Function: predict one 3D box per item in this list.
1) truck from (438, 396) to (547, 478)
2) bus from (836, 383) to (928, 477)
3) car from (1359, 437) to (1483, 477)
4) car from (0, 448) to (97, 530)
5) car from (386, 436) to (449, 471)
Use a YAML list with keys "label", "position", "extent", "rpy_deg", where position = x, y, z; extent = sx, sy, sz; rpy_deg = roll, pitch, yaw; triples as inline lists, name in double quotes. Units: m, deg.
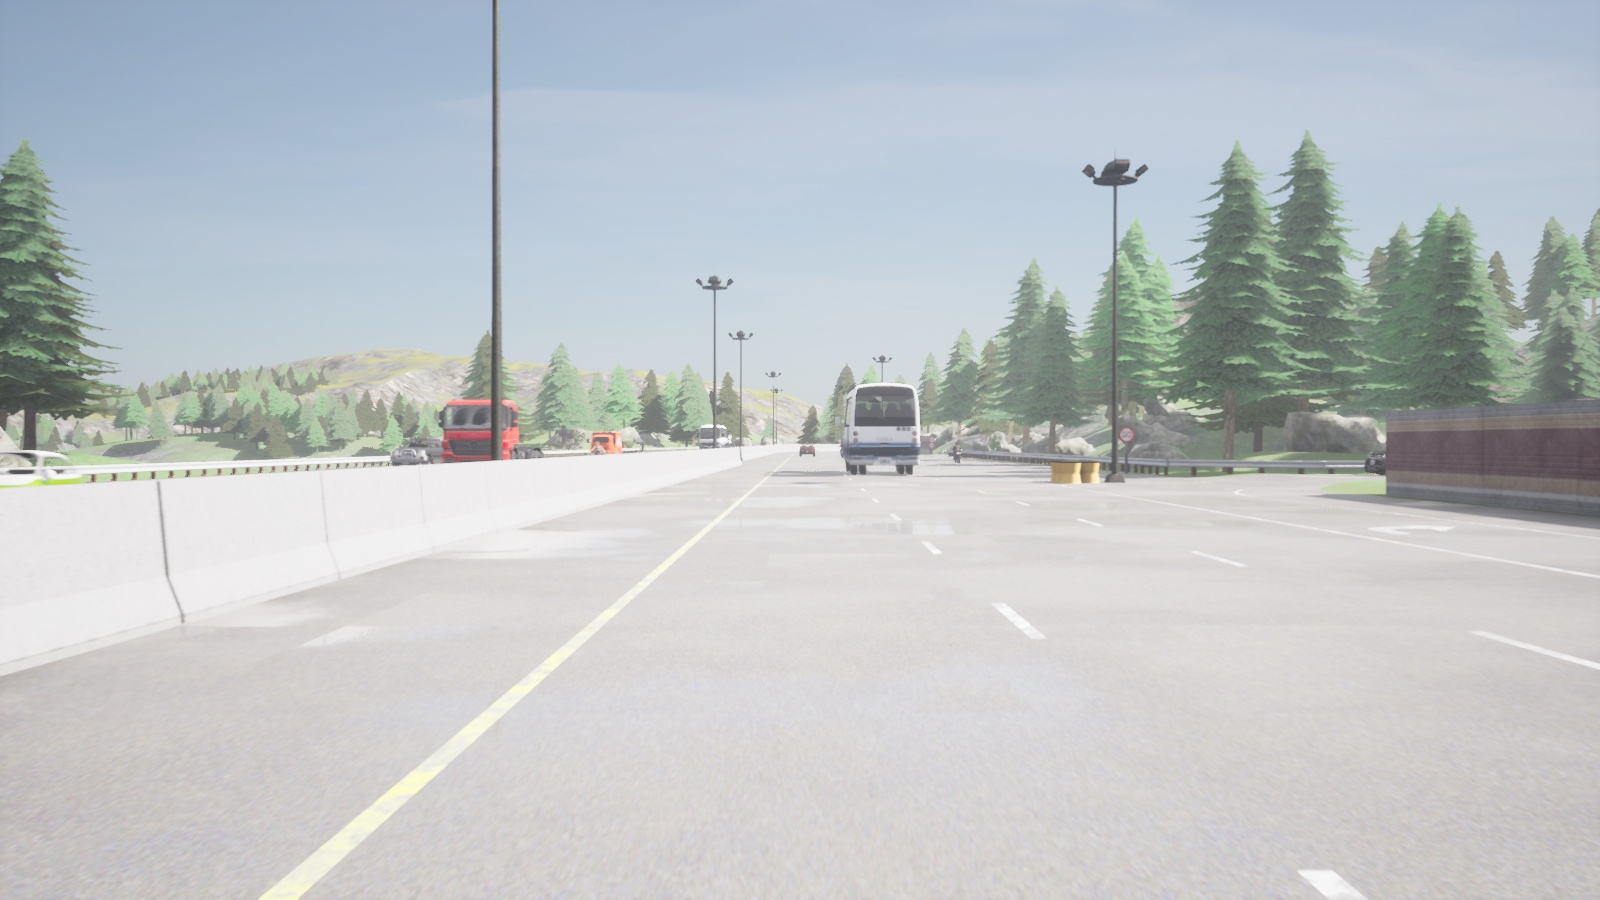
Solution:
- label: "truck"
  position: [-13.657, -0.567, 56.462]
  extent: [2.891, 3.462, 7.936]
  rpy_deg: [0, 0, 0]
- label: "bus"
  position: [3.878, -0.982, 62.512]
  extent: [3.944, 4.253, 10.273]
  rpy_deg: [0, 1, 0]
- label: "car"
  position: [23.873, 0.260, 48.394]
  extent: [3.806, 1.475, 1.970]
  rpy_deg: [0, 0, 0]
- label: "car"
  position: [-13.856, 0.663, 22.323]
  extent: [1.481, 1.376, 2.207]
  rpy_deg: [0, 0, 0]
- label: "car"
  position: [-20.593, 0.162, 67.781]
  extent: [1.932, 1.855, 4.605]
  rpy_deg: [0, 0, 0]
